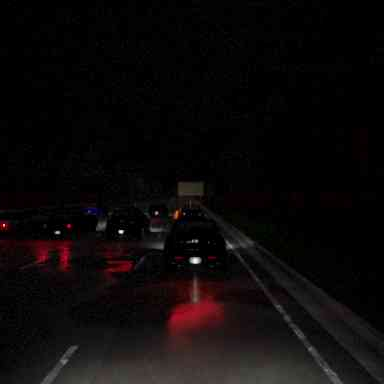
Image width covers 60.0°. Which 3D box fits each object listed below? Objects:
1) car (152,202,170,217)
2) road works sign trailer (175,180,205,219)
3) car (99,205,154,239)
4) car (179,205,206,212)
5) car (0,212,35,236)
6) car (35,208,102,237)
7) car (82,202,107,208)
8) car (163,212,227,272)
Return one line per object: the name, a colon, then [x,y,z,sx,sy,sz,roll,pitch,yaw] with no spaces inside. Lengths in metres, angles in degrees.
car: [-3.546,1.896,35.759,1.837,1.490,4.892,0,-1,0]
road works sign trailer: [-0.120,0.784,29.108,2.380,3.560,2.880,0,-1,-3]
car: [-3.447,1.707,18.512,1.837,1.490,4.892,0,-1,0]
car: [0.021,1.764,25.227,2.128,1.511,4.902,1,-1,1]
car: [-10.453,1.818,19.766,1.895,1.301,4.718,0,-1,0]
car: [-6.950,1.814,19.377,1.895,1.301,4.718,0,-1,0]
car: [-10.551,1.880,36.660,1.882,1.535,5.008,0,-1,0]
car: [0.085,1.628,11.303,1.837,1.490,4.892,0,-1,0]
